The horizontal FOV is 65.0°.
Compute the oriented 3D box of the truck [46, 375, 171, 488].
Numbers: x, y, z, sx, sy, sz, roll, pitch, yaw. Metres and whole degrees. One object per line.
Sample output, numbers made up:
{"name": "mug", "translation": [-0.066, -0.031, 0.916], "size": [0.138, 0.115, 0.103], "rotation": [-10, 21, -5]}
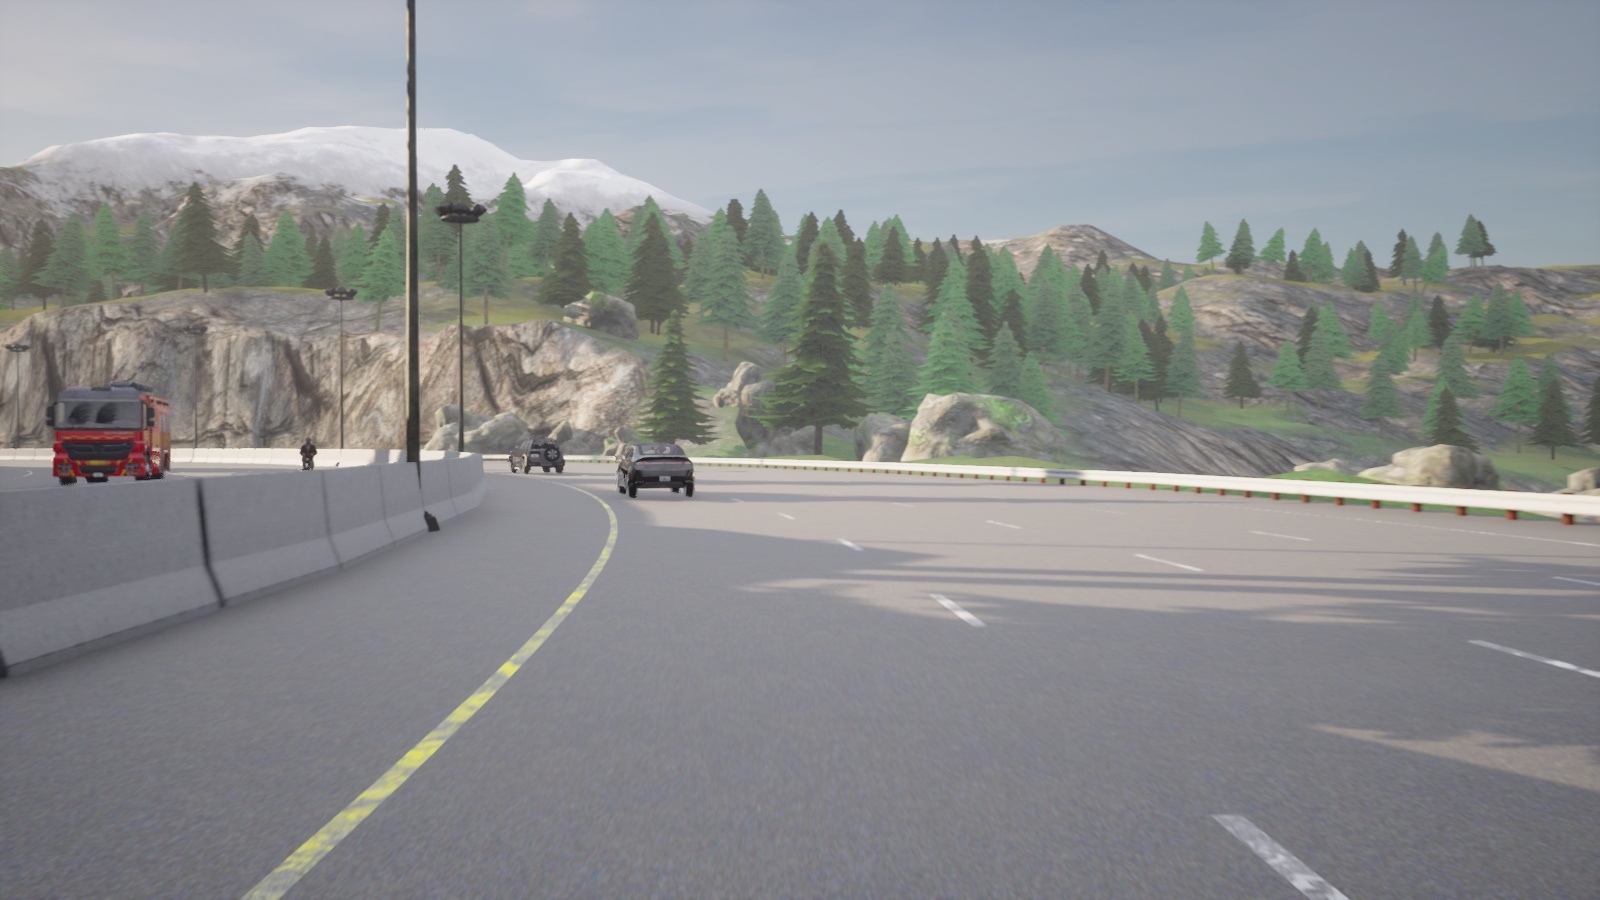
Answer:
{"name": "truck", "translation": [-25.696, -0.636, 47.045], "size": [2.891, 3.827, 8.468], "rotation": [0, 0, -20]}

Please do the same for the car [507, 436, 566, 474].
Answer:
{"name": "car", "translation": [-13.166, 0.237, 62.659], "size": [1.932, 1.855, 4.605], "rotation": [0, 0, -24]}

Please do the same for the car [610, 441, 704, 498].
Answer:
{"name": "car", "translation": [-4.203, 0.509, 36.191], "size": [2.128, 1.511, 4.902], "rotation": [0, 0, -13]}
